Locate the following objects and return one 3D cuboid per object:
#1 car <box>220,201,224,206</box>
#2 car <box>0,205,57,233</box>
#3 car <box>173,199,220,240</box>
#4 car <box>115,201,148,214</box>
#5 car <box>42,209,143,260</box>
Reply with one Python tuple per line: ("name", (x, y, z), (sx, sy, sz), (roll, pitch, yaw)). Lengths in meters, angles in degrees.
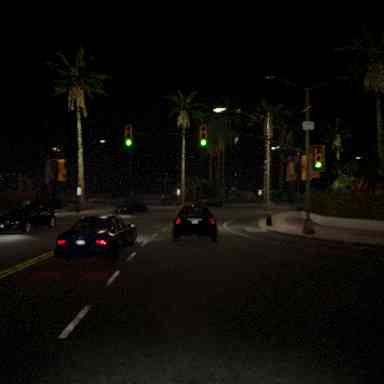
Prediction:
("car", (2.585, 1.772, 50.334), (2.033, 1.411, 5.357), (0, 0, 44))
("car", (-10.172, 1.596, 20.583), (1.837, 1.490, 4.892), (0, 0, 4))
("car", (0.218, 1.431, 17.484), (2.097, 1.767, 4.553), (0, 0, 2))
("car", (-6.544, 1.689, 36.166), (1.812, 1.442, 4.674), (0, 0, 24))
("car", (-3.399, 1.605, 12.669), (2.033, 1.411, 5.357), (0, 0, 0))
